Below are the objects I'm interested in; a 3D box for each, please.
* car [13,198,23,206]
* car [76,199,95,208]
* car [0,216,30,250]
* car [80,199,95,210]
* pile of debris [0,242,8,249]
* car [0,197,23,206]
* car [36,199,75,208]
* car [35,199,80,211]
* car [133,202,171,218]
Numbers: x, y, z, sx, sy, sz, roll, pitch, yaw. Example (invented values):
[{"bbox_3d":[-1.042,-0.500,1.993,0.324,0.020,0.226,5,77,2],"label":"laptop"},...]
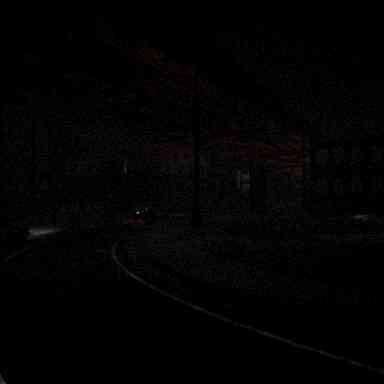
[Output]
[{"bbox_3d":[-32.647,1.543,58.443,4.536,1.218,1.853,0,0,-3],"label":"car"},{"bbox_3d":[-14.797,1.544,46.059,1.853,1.218,4.536,0,0,-28],"label":"car"},{"bbox_3d":[-8.566,1.659,14.135,1.895,1.301,4.718,0,0,-8],"label":"car"},{"bbox_3d":[-14.773,1.701,46.012,2.038,1.542,4.974,0,0,-28],"label":"car"},{"bbox_3d":[-8.537,2.229,13.337,1.500,0.140,1.860,0,0,-9],"label":"pile of debris"},{"bbox_3d":[-32.700,1.701,58.439,4.974,1.542,2.038,0,0,-3],"label":"car"},{"bbox_3d":[-18.245,1.517,44.524,4.536,1.218,1.853,0,0,2],"label":"car"},{"bbox_3d":[-18.193,1.675,44.521,4.974,1.542,2.038,0,0,2],"label":"car"},{"bbox_3d":[-3.961,1.738,33.111,1.812,1.442,4.674,0,-1,29],"label":"car"}]
